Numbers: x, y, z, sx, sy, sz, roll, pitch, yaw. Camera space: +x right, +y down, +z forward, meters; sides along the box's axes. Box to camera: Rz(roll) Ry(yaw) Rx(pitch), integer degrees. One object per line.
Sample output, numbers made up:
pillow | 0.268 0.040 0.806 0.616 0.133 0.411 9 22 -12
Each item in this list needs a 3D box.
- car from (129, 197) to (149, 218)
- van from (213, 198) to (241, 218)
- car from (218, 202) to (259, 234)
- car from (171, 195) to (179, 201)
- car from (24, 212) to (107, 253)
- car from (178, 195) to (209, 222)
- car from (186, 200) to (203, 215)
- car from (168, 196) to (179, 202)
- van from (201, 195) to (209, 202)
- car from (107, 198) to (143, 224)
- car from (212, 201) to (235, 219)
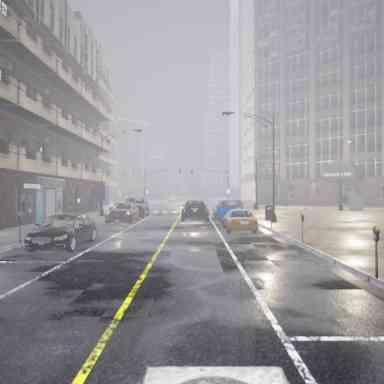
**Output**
car | -5.090 1.359 30.314 2.192 1.841 5.009 0 0 0
van | 2.750 1.374 24.727 1.690 1.788 3.998 0 0 0
car | 2.710 1.549 19.363 1.752 1.417 4.829 0 0 0
car | -4.659 1.683 90.419 1.967 1.590 4.097 0 0 0
car | -5.211 1.565 13.708 2.008 1.369 4.403 0 0 0
car | 0.257 1.389 26.698 2.097 1.767 4.553 0 0 1
car | 0.260 1.583 36.014 1.812 1.442 4.674 0 0 0
car | -4.740 1.719 79.144 1.752 1.417 4.829 0 0 0
van | 3.141 1.536 79.257 1.690 1.788 3.998 0 0 0
car | -5.131 1.473 24.778 1.967 1.590 4.097 0 0 0
car | 2.789 1.570 30.434 1.752 1.417 4.829 0 0 0
